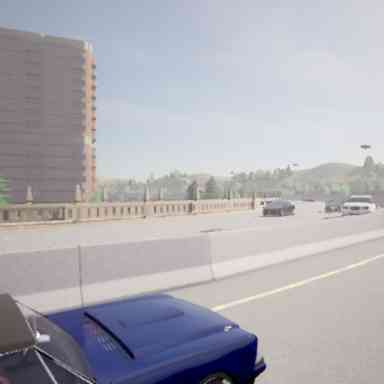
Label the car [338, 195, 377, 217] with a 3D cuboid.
[{"bbox_3d":[14.920,1.318,29.451,2.150,2.045,5.566,0,-1,36],"label":"car"}]

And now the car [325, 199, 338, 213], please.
[{"bbox_3d":[16.683,1.618,38.582,2.128,1.511,4.902,0,0,30],"label":"car"}]

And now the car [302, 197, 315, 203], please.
[{"bbox_3d":[24.765,1.619,70.771,1.895,1.301,4.718,0,0,10],"label":"car"}]

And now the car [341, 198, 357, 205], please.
[{"bbox_3d":[31.009,1.802,65.914,1.895,1.301,4.718,0,0,13],"label":"car"}]

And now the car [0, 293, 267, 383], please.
[{"bbox_3d":[-1.585,1.615,2.746,4.718,1.301,1.895,0,0,-36],"label":"car"}]

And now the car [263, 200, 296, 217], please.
[{"bbox_3d":[8.615,1.591,32.665,1.882,1.535,5.008,0,0,36],"label":"car"}]
